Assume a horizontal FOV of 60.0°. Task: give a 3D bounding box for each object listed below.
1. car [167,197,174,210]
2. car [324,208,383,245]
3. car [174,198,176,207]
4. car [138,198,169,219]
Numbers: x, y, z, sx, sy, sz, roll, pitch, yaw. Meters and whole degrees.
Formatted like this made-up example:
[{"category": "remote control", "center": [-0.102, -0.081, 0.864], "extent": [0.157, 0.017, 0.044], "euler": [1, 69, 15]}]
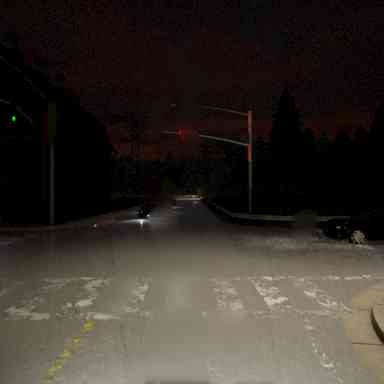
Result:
[{"category": "car", "center": [-3.522, 1.503, 39.713], "extent": [1.837, 1.490, 4.892], "euler": [0, 0, 0]}, {"category": "car", "center": [8.499, 1.451, 14.812], "extent": [5.008, 1.535, 1.882], "euler": [0, 0, -1]}, {"category": "car", "center": [-3.480, 1.526, 52.954], "extent": [1.812, 1.442, 4.674], "euler": [0, 0, 0]}, {"category": "car", "center": [-3.542, 1.547, 29.874], "extent": [2.033, 1.411, 5.357], "euler": [0, 0, 0]}]
